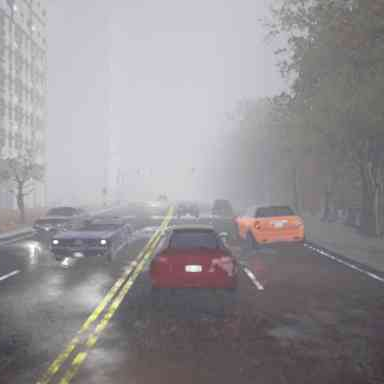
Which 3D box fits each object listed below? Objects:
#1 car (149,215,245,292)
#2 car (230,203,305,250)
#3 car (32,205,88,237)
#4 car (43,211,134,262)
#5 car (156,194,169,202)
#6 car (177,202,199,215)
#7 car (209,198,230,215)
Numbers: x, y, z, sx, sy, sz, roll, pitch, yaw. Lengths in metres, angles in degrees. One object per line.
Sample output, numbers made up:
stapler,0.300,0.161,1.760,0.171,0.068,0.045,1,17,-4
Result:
car,0.028,1.555,8.916,1.994,1.385,4.181,0,0,0
car,3.204,1.286,14.584,2.097,1.767,4.553,-4,0,-1
car,-6.775,1.488,17.858,1.837,1.490,4.892,0,0,-1
car,-3.428,1.588,12.205,1.895,1.301,4.718,0,0,-1
car,-4.756,1.041,53.401,1.882,1.535,5.008,0,0,-3
car,-0.395,1.570,30.201,1.895,1.301,4.718,0,0,-2
car,2.797,1.326,32.815,1.882,1.535,5.008,3,4,-2
